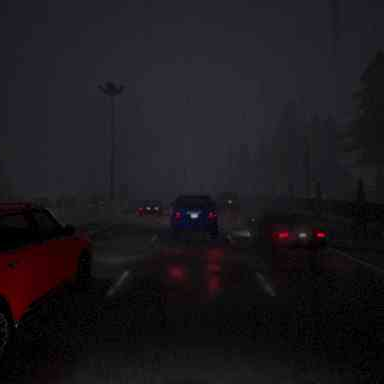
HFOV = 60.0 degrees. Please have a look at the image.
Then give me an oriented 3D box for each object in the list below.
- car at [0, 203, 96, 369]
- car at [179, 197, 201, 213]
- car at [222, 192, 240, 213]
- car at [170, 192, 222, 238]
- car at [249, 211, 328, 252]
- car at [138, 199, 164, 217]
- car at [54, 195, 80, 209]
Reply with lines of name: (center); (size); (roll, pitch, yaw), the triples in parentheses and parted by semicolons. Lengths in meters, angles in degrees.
car: (-3.400, 1.181, 5.474); (2.150, 2.045, 5.566); (0, 0, 0)
car: (-0.278, 1.259, 33.950); (1.837, 1.490, 4.892); (0, 0, -4)
car: (3.312, 0.982, 33.036); (2.150, 2.045, 5.566); (0, 0, -3)
car: (0.099, 1.099, 16.886); (2.150, 2.045, 5.566); (0, 0, 0)
car: (3.601, 1.450, 13.361); (2.033, 1.411, 5.357); (0, 0, 0)
car: (-3.483, 1.340, 28.635); (2.033, 1.411, 5.357); (0, 0, -2)
car: (-15.289, 1.195, 40.977); (2.128, 1.511, 4.902); (0, 0, -9)
